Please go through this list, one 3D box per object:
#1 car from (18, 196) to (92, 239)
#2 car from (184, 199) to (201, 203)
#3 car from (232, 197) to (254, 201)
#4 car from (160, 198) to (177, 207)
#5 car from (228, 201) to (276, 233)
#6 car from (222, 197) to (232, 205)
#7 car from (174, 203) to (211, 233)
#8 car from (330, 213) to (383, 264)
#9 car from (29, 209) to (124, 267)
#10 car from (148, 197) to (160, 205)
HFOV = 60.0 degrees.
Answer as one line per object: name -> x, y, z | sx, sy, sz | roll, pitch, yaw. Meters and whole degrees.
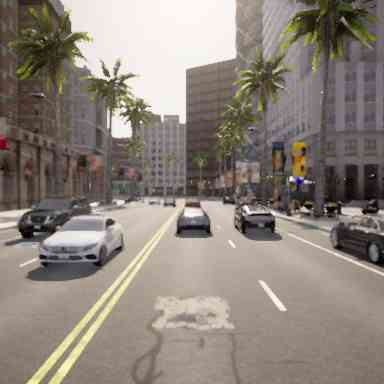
car -> -7.102, 1.251, 18.021 | 2.150, 2.045, 5.566 | 0, 0, 0
car -> 0.091, 1.543, 40.277 | 1.882, 1.535, 5.008 | 0, 0, 0
car -> 6.592, 1.422, 41.185 | 2.185, 1.767, 4.553 | 0, 0, 0
car -> -3.494, 1.611, 52.284 | 1.812, 1.442, 4.674 | 0, 0, 1
car -> 3.597, 1.524, 19.743 | 2.128, 1.511, 4.902 | 0, 0, 0
car -> 6.897, 1.617, 63.114 | 2.161, 1.482, 4.786 | 0, 0, 0
car -> 0.095, 1.598, 20.063 | 1.994, 1.385, 4.181 | 0, 0, 0
car -> 6.585, 1.501, 11.810 | 2.231, 1.521, 4.892 | 0, 0, 0
car -> -3.601, 1.545, 11.673 | 1.812, 1.442, 4.674 | 0, 0, 0
car -> -6.847, 1.625, 60.699 | 1.812, 1.442, 4.674 | 0, 0, 1
